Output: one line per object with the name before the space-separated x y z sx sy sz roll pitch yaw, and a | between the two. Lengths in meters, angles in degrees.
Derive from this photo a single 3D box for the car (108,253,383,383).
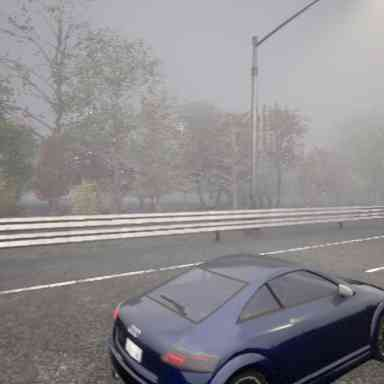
car | 1.046 1.567 4.501 4.181 1.385 1.994 1 0 -36
